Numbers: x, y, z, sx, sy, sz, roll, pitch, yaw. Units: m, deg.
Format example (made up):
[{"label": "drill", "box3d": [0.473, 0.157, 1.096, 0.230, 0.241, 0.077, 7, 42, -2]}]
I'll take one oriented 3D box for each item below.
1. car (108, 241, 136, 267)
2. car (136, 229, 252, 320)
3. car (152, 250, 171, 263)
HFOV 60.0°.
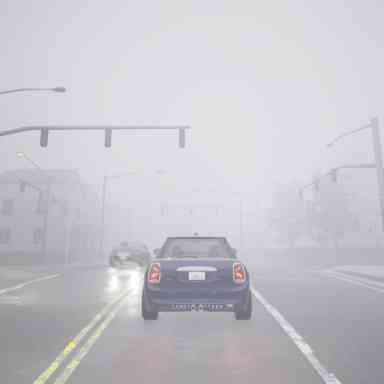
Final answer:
[{"label": "car", "box3d": [-3.628, 3.699, 20.000, 2.128, 1.511, 4.902, 0, -11, 0]}, {"label": "car", "box3d": [0.086, 1.807, 8.232, 2.097, 1.767, 4.553, 0, -7, 0]}, {"label": "car", "box3d": [-3.671, 7.920, 40.660, 1.812, 1.442, 4.674, 0, -11, 0]}]
